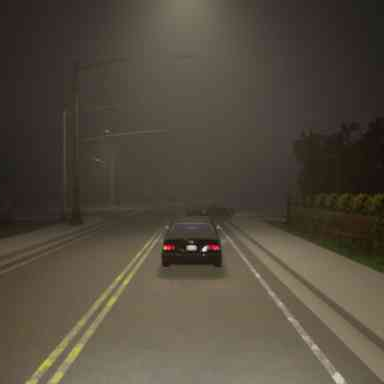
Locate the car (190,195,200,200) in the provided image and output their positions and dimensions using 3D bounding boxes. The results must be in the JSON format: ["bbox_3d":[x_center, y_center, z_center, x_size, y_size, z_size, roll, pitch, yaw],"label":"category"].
[{"bbox_3d":[0.713,1.391,87.694,2.033,1.411,5.357,0,0,12],"label":"car"}]

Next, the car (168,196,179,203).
[{"bbox_3d":[-3.539,1.461,65.216,1.994,1.385,4.181,0,0,0],"label":"car"}]

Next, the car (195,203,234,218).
[{"bbox_3d":[1.676,1.561,27.155,1.895,1.301,4.718,0,0,34],"label":"car"}]

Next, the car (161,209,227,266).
[{"bbox_3d":[0.016,1.530,11.374,2.033,1.411,5.357,0,0,1],"label":"car"}]
